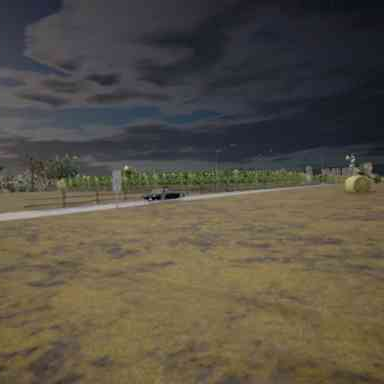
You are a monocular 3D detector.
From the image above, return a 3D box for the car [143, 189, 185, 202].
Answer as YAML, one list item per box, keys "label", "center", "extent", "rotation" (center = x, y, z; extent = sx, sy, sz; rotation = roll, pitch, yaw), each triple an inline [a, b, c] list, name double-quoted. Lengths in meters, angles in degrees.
- label: "car"
  center: [-2.788, 0.300, 34.420]
  extent: [1.895, 1.301, 4.718]
  rotation: [-1, 2, 36]
